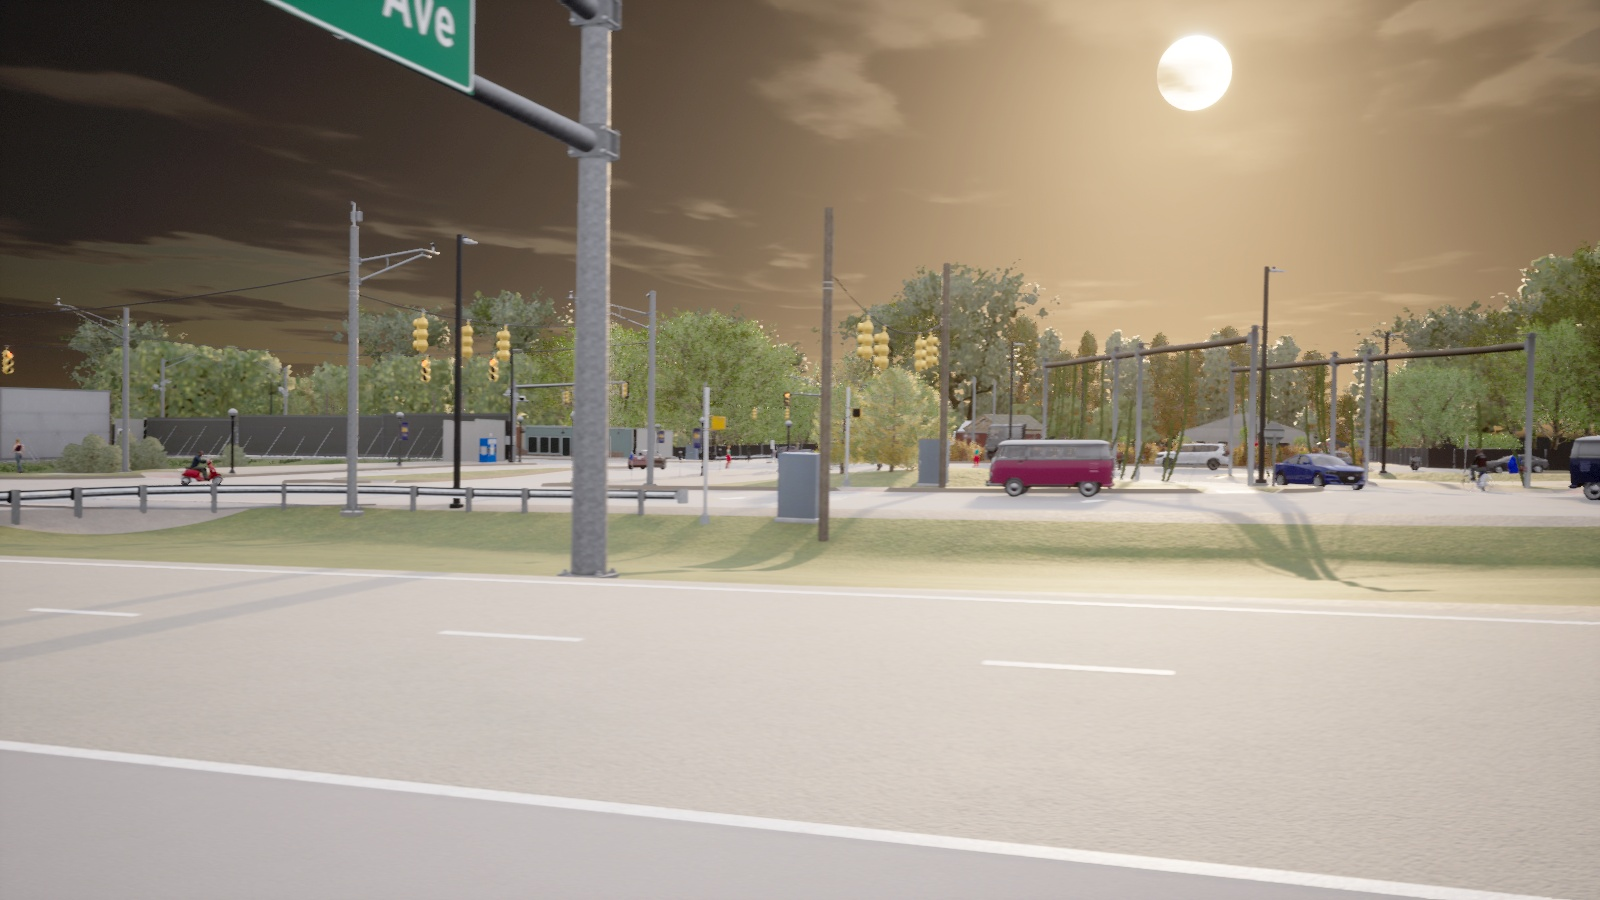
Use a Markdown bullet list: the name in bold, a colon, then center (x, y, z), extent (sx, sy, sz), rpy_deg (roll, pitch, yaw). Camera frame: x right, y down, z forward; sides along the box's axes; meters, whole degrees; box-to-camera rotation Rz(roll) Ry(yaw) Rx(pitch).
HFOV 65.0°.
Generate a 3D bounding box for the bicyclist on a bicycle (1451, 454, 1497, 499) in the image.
- **bicyclist on a bicycle**: center (27.378, 1.046, 51.042), extent (0.659, 1.776, 1.843), rpy_deg (1, 0, -6)

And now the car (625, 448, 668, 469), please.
- **car**: center (-11.358, 0.611, 93.179), extent (1.970, 1.475, 3.806), rpy_deg (1, 0, 14)

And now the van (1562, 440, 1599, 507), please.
- **van**: center (25.479, 0.721, 37.409), extent (1.775, 1.987, 4.442), rpy_deg (-1, 1, -31)

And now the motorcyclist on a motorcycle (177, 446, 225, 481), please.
- **motorcyclist on a motorcycle**: center (-26.957, 0.602, 56.563), extent (1.817, 1.590, 0.866), rpy_deg (0, 0, -14)

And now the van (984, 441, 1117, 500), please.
- **van**: center (8.861, 0.695, 44.367), extent (4.442, 1.987, 1.775), rpy_deg (0, 1, 18)

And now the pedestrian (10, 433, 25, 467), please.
- **pedestrian**: center (-41.889, -0.003, 67.218), extent (0.594, 1.836, 0.345), rpy_deg (2, 1, 19)

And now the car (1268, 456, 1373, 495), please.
- **car**: center (21.897, 1.058, 53.088), extent (1.882, 1.535, 5.008), rpy_deg (1, -1, -6)
